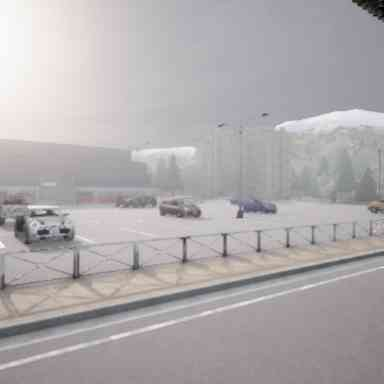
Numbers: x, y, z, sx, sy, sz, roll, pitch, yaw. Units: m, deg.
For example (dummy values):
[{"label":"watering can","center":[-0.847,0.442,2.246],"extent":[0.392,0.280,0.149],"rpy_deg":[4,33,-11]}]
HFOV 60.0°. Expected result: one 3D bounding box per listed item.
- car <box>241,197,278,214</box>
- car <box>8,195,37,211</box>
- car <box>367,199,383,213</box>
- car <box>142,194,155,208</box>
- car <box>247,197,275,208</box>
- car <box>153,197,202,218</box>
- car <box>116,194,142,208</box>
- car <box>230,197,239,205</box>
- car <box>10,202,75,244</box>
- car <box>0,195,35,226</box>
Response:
[{"label":"car","center":[7.060,1.452,34.143],"extent":[1.845,1.501,3.633],"rpy_deg":[0,0,-36]},{"label":"car","center":[-19.214,1.183,37.535],"extent":[2.152,1.636,5.027],"rpy_deg":[0,0,-36]},{"label":"car","center":[21.155,1.526,34.861],"extent":[2.152,1.636,5.027],"rpy_deg":[0,0,-36]},{"label":"car","center":[-6.730,1.209,47.065],"extent":[1.932,1.855,4.605],"rpy_deg":[0,0,-36]},{"label":"car","center":[10.342,1.579,50.076],"extent":[1.970,1.475,3.806],"rpy_deg":[0,0,-36]},{"label":"car","center":[-1.065,1.378,28.325],"extent":[2.007,1.523,4.514],"rpy_deg":[0,0,-36]},{"label":"car","center":[-8.844,1.174,45.029],"extent":[1.905,1.878,3.866],"rpy_deg":[0,0,-36]},{"label":"car","center":[8.412,1.584,57.837],"extent":[1.845,1.501,3.633],"rpy_deg":[0,0,-36]},{"label":"car","center":[-6.581,1.376,14.756],"extent":[1.970,1.475,3.806],"rpy_deg":[0,0,-36]},{"label":"car","center":[-11.577,1.112,21.607],"extent":[1.932,1.855,4.605],"rpy_deg":[0,0,-36]}]
